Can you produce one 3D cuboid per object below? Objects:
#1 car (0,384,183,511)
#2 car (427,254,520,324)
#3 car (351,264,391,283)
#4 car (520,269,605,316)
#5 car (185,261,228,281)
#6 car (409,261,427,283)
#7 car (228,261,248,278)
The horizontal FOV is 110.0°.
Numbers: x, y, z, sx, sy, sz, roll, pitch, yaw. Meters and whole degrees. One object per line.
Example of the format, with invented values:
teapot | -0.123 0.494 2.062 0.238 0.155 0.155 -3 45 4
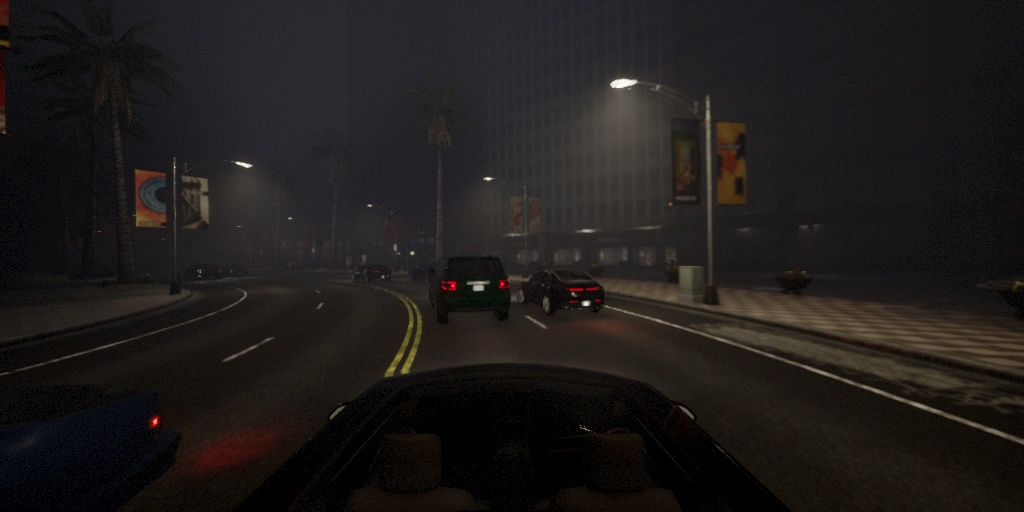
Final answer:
car | -3.612 1.351 0.454 2.033 1.411 5.357 -1 0 1
car | -1.626 0.975 12.431 2.150 2.045 5.566 -1 0 -15
car | -11.594 1.366 29.444 1.837 1.490 4.892 0 0 -43
car | 1.627 1.210 13.281 1.837 1.490 4.892 0 0 -15
car | -30.242 1.465 35.231 4.553 1.767 2.097 -1 0 36
car | -6.637 1.144 29.016 2.097 1.767 4.553 -1 0 -38
car | -31.589 1.648 40.547 4.674 1.442 1.812 -1 0 36
